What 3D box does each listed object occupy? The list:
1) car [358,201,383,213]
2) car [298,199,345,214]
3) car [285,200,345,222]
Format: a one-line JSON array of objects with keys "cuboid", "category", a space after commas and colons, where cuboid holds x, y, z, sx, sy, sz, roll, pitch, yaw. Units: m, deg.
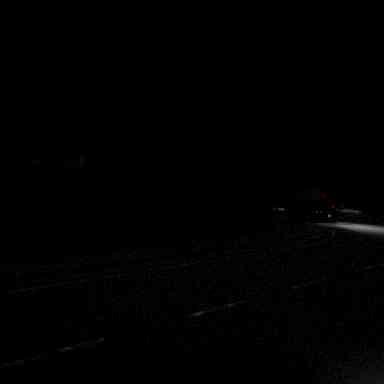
[{"cuboid": [18.420, 1.474, 32.139, 1.895, 1.301, 4.718, 0, 0, -18], "category": "car"}, {"cuboid": [13.582, 1.482, 35.157, 1.895, 1.301, 4.718, 0, 0, -23], "category": "car"}, {"cuboid": [9.066, 1.408, 25.742, 2.128, 1.511, 4.902, 0, 0, -14], "category": "car"}]
